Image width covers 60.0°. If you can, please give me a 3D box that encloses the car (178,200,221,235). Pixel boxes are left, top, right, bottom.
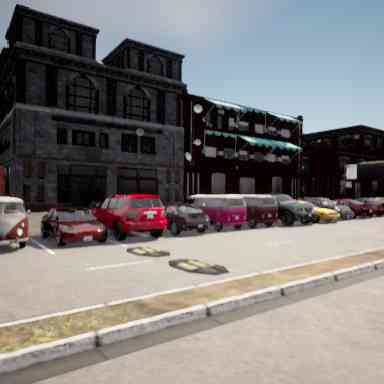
[{"bbox_3d":[-0.976,1.414,18.383,2.231,1.521,4.892,0,0,-35],"label":"car"}]

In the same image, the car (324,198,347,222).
[{"bbox_3d":[8.198,1.372,24.670,1.946,1.575,5.366,0,0,-35],"label":"car"}]

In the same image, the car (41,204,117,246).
[{"bbox_3d":[-5.499,1.450,15.160,2.163,1.488,4.792,0,0,-35],"label":"car"}]

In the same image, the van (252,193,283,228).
[{"bbox_3d":[3.388,1.171,21.626,1.878,1.987,4.442,0,0,-35],"label":"van"}]

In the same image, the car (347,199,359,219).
[{"bbox_3d":[10.237,1.235,26.385,2.185,1.767,4.553,0,0,-35],"label":"car"}]

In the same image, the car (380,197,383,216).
[{"bbox_3d":[14.770,1.358,29.603,2.163,1.488,4.792,0,0,-35],"label":"car"}]

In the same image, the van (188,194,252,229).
[{"bbox_3d":[1.222,1.180,20.093,1.878,1.987,4.442,0,0,-35],"label":"van"}]

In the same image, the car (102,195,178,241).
[{"bbox_3d":[-3.365,1.166,16.737,2.435,2.045,5.566,0,0,-35],"label":"car"}]

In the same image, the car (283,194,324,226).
[{"bbox_3d":[5.838,1.135,23.184,2.435,2.045,5.566,0,0,-35],"label":"car"}]

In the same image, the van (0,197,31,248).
[{"bbox_3d":[-7.821,1.196,13.410,1.878,1.987,4.442,0,0,-35],"label":"van"}]

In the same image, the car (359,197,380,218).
[{"bbox_3d":[12.524,1.345,27.964,2.097,1.535,5.008,0,0,-35],"label":"car"}]
